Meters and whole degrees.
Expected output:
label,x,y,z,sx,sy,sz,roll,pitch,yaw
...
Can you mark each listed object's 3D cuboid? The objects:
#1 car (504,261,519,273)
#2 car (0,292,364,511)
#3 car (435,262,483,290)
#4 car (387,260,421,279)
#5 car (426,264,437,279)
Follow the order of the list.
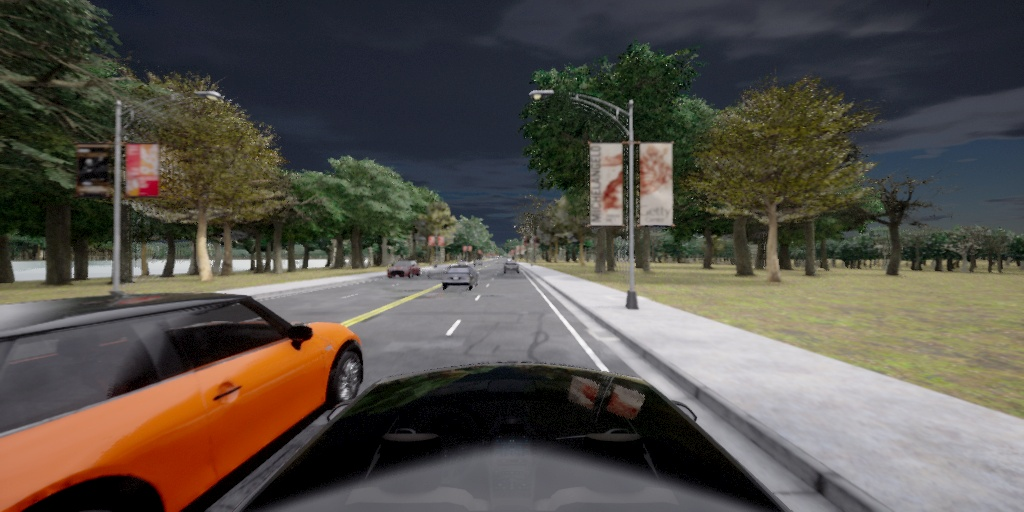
label,x,y,z,sx,sy,sz,roll,pitch,yaw
car,-0.089,1.326,45.301,2.128,1.511,4.902,0,0,0
car,-3.151,1.103,3.269,2.097,1.767,4.553,0,0,0
car,-3.196,1.325,22.832,2.033,1.411,5.357,0,0,0
car,-9.945,1.151,33.224,2.097,1.767,4.553,0,0,0
car,-6.701,1.402,33.708,1.895,1.301,4.718,0,0,0
